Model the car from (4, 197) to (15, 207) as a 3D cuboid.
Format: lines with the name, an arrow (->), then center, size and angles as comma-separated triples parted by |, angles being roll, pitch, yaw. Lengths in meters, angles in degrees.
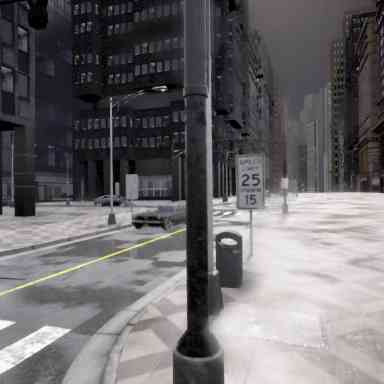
car -> -22.368, 1.273, 41.713 | 4.181, 1.385, 1.994 | -1, 0, 19

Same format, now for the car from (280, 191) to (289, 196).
car -> 21.583, 0.332, 77.481 | 1.895, 1.301, 4.718 | -1, 0, 19

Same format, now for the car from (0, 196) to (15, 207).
car -> -27.384, 1.339, 46.802 | 4.181, 1.385, 1.994 | -1, 0, 20

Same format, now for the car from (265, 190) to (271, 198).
car -> 14.684, 0.429, 66.601 | 2.128, 1.511, 4.902 | -1, 1, 19

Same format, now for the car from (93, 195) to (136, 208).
car -> -8.584, 1.065, 36.965 | 4.902, 1.511, 2.128 | -1, 0, 19

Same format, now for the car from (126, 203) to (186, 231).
car -> -1.558, 1.348, 18.890 | 1.895, 1.301, 4.718 | -1, 1, 21
